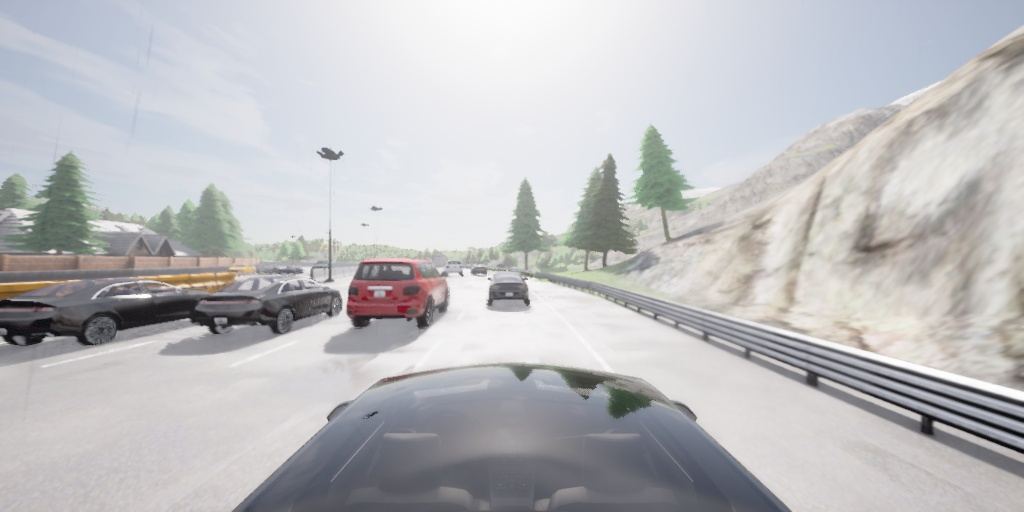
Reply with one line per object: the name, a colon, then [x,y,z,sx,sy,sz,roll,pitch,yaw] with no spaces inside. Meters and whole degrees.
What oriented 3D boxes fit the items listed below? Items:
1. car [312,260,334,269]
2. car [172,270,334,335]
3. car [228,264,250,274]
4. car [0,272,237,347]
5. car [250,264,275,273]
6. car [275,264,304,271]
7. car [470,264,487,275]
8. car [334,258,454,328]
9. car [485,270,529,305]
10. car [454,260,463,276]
car: [-27.416,1.611,52.384,2.150,2.045,5.566,0,-1,-16]
car: [-7.001,1.362,11.005,2.128,1.511,4.902,0,-1,-1]
car: [-37.717,1.852,50.228,1.882,1.535,5.008,0,-1,-16]
car: [-10.479,1.351,9.733,2.128,1.511,4.902,0,-1,-1]
car: [-34.119,1.865,50.354,2.128,1.511,4.902,0,-1,-15]
car: [-30.070,1.952,48.909,1.895,1.301,4.718,0,-1,-15]
car: [-4.665,1.821,49.369,2.128,1.511,4.902,0,-1,-13]
car: [-3.517,1.102,12.054,2.150,2.045,5.566,0,0,-1]
car: [-0.214,1.463,17.299,1.812,1.442,4.674,0,-1,-3]
car: [-7.636,1.522,46.681,2.150,2.045,5.566,0,-1,-13]
